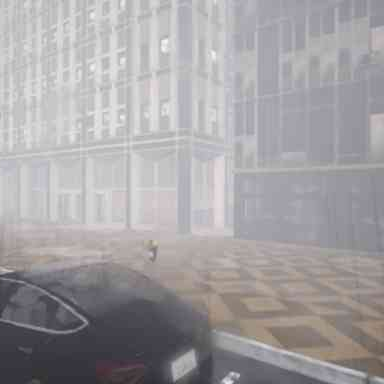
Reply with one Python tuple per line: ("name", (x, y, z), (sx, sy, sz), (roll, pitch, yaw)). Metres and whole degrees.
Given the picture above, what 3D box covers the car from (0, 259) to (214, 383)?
("car", (-1.761, 1.540, 4.136), (4.313, 1.339, 1.947), (0, 0, 36))
